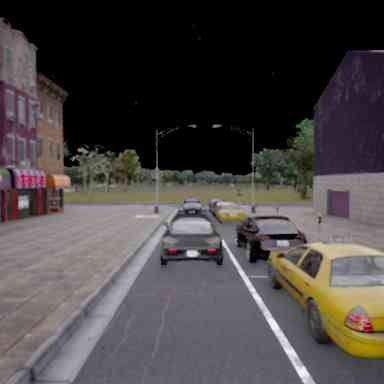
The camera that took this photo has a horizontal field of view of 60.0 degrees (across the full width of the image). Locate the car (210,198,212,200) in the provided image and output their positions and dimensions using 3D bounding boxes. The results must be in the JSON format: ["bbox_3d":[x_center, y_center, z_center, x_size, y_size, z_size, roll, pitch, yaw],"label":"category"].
[{"bbox_3d":[2.507,1.346,28.117,1.802,1.307,4.206,-1,0,0],"label":"car"}]

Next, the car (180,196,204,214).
[{"bbox_3d":[-0.031,1.221,32.453,2.128,1.511,4.902,0,1,0],"label":"car"}]

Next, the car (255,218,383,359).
[{"bbox_3d":[2.596,1.472,6.157,1.752,1.417,4.829,-1,0,0],"label":"car"}]

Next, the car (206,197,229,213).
[{"bbox_3d":[2.484,1.269,33.648,2.008,1.369,4.403,-1,0,0],"label":"car"}]

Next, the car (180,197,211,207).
[{"bbox_3d":[0.014,1.328,21.104,1.837,1.490,4.892,0,1,0],"label":"car"}]

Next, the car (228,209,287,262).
[{"bbox_3d":[2.575,1.468,11.520,1.947,1.339,4.313,-1,0,0],"label":"car"}]

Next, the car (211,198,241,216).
[{"bbox_3d":[2.528,1.334,22.753,1.752,1.417,4.829,-1,0,0],"label":"car"}]

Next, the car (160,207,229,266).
[{"bbox_3d":[-0.018,1.432,11.013,1.812,1.442,4.674,0,0,-1],"label":"car"}]
